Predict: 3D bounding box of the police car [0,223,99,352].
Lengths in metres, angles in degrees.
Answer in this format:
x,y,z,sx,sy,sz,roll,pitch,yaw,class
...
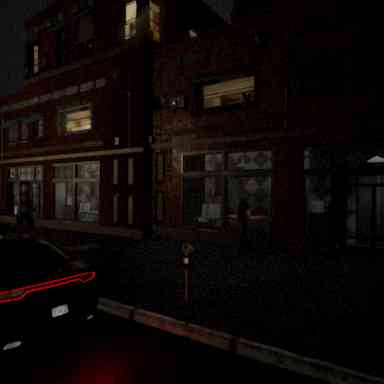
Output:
x,y,z,sx,sy,sz,roll,pitch,yaw,class
-3.908,1.423,6.074,5.238,1.638,1.930,0,0,36,police car
